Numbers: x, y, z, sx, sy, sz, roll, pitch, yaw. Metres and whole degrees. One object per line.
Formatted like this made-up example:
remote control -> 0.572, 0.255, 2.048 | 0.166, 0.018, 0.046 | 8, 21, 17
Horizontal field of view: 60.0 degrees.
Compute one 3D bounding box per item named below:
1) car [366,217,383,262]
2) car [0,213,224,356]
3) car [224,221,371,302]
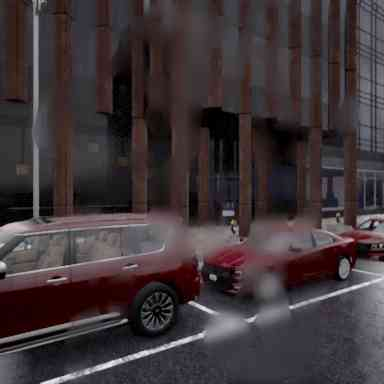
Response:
car -> 6.723, 1.538, 11.416 | 4.507, 1.381, 1.887 | 0, 0, -35
car -> -2.174, 1.314, 5.094 | 5.009, 1.841, 2.192 | 0, 0, -35
car -> 2.274, 1.540, 8.255 | 4.507, 1.381, 1.887 | 0, 0, -35
